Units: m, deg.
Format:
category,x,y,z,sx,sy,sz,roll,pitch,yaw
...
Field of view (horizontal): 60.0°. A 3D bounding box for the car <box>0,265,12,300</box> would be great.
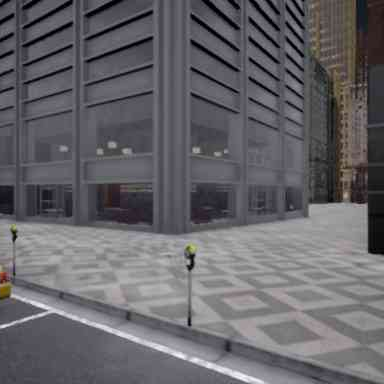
category,x,y,z,sx,sy,sz,roll,pitch,yaw
car,-5.647,1.551,6.990,4.829,1.417,1.752,0,0,36
